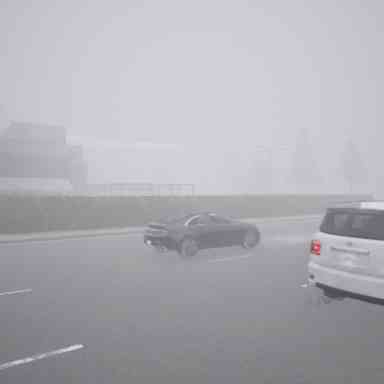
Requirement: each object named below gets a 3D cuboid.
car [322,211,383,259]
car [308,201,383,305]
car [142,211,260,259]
[{"bbox_3d":[7.312,1.564,13.259,4.181,1.385,1.994,0,0,-35],"label":"car"},{"bbox_3d":[4.852,1.221,7.205,5.566,2.045,2.150,0,0,-35],"label":"car"},{"bbox_3d":[0.502,1.491,12.701,4.902,1.511,2.128,0,0,-35],"label":"car"}]
